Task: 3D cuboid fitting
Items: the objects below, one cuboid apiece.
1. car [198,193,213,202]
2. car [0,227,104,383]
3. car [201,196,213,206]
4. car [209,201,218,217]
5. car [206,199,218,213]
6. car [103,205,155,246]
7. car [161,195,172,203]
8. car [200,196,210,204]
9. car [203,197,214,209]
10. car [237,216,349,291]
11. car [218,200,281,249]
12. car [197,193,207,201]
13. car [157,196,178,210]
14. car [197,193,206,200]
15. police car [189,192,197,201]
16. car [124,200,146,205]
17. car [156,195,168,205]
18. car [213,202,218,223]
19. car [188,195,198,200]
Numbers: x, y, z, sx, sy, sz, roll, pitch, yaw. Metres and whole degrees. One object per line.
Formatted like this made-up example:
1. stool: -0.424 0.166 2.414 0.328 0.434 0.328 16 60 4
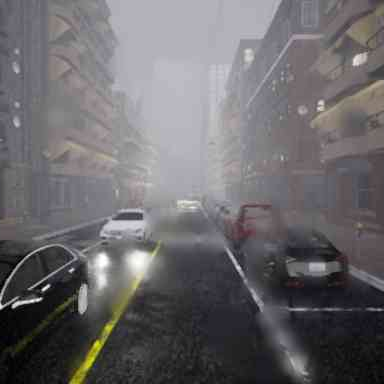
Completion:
1. car: 2.558 1.325 53.265 2.192 1.841 5.009 -1 0 0
2. car: -2.843 1.508 4.559 1.837 1.490 4.892 0 0 0
3. car: 2.560 1.560 42.167 2.008 1.369 4.403 -1 0 0
4. car: 2.559 1.589 25.520 1.802 1.307 4.206 -1 0 0
5. car: 2.559 1.590 31.069 1.802 1.307 4.206 -1 0 0
6. car: -2.812 1.530 15.429 1.812 1.442 4.674 0 0 1
7. car: -5.319 1.452 69.892 1.967 1.590 4.097 -1 0 0
8. car: 2.562 1.537 64.533 1.752 1.417 4.829 -1 0 0
9. car: 2.560 1.574 36.618 1.947 1.339 4.313 -1 0 0
10. car: 2.557 1.569 8.873 1.947 1.339 4.313 -1 0 0
11. car: 2.554 1.319 14.422 2.192 1.841 5.009 -1 0 0
12. car: 2.561 1.326 86.559 2.192 1.841 5.009 -1 0 0
13. car: -2.835 1.573 41.830 1.994 1.385 4.181 0 0 0
14. car: 2.562 1.326 92.108 2.192 1.841 5.009 -1 0 0
15. police car: 0.832 1.437 79.813 1.930 1.638 5.238 0 0 0
16. car: -5.323 1.448 31.048 1.967 1.590 4.097 -1 0 0
17. car: -5.319 1.536 58.624 1.752 1.417 4.829 -1 0 0
18. car: 2.558 1.557 19.971 2.008 1.369 4.403 -1 0 0
19. car: 0.286 1.516 95.580 1.837 1.490 4.892 0 0 15
